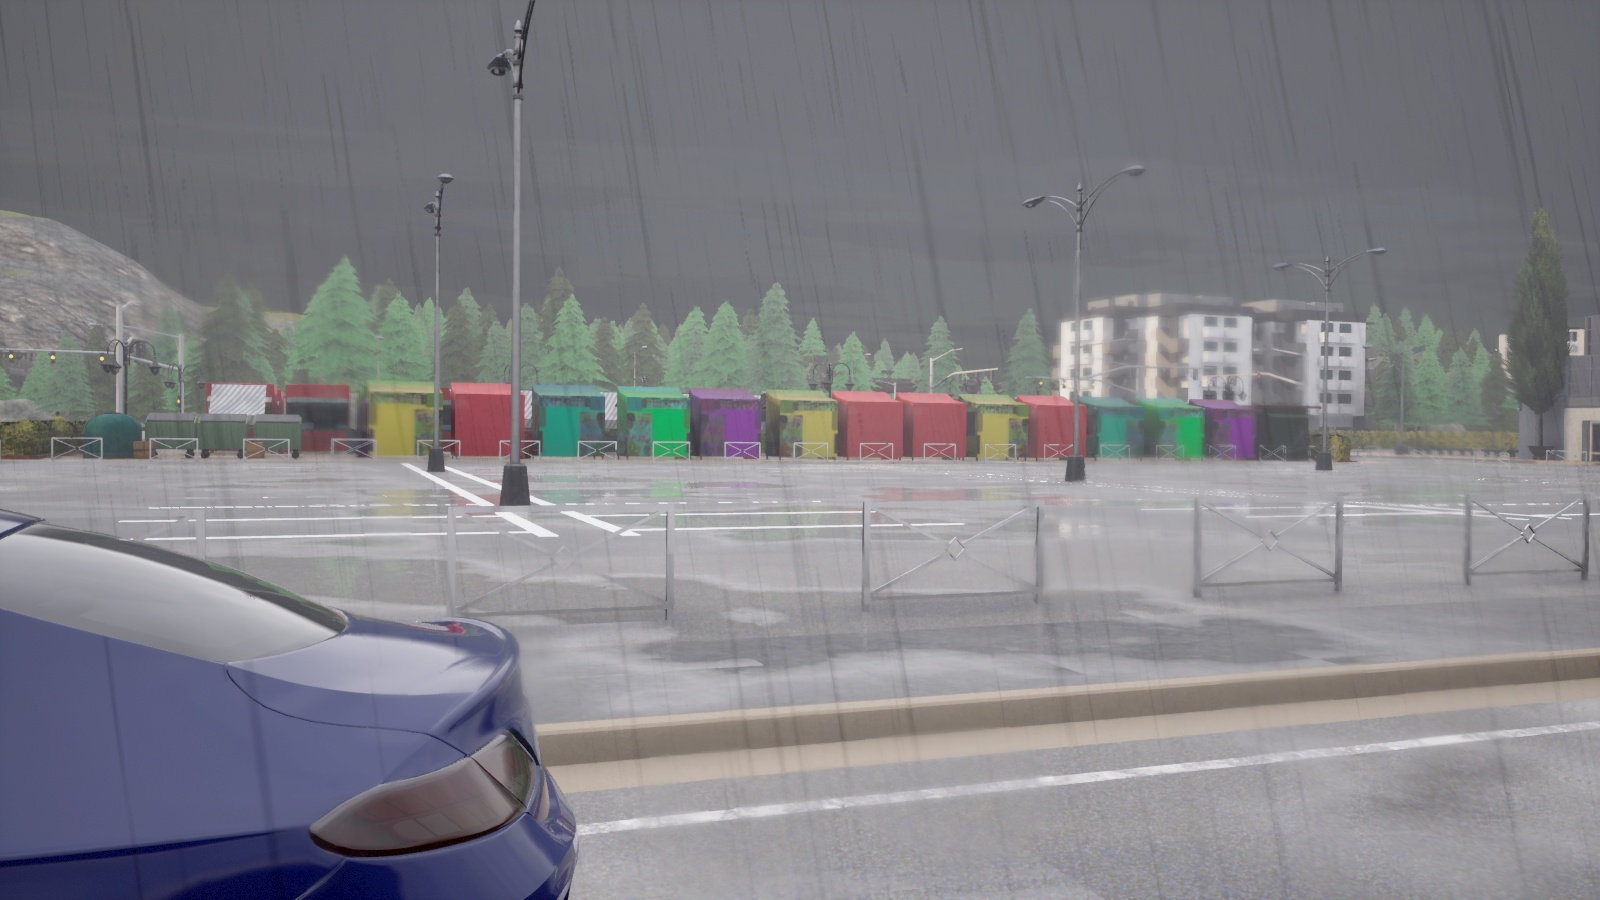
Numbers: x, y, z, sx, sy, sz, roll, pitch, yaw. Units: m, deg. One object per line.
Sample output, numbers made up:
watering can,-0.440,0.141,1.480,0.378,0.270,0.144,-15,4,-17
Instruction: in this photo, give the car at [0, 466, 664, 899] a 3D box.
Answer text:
car,-2.743,0.818,2.198,4.674,1.442,1.812,-1,1,-21
